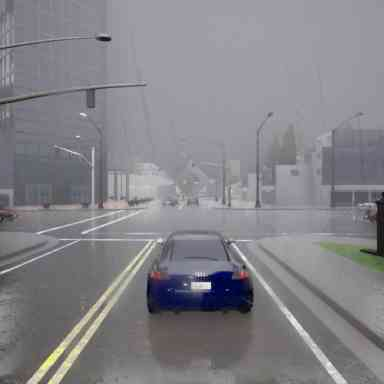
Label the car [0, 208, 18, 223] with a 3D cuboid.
[{"bbox_3d":[-16.212,1.632,26.090,4.674,1.442,1.812,-1,0,0],"label":"car"}]

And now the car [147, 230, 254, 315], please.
[{"bbox_3d":[0.096,1.564,7.662,1.994,1.385,4.181,0,0,-2],"label":"car"}]

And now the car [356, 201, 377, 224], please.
[{"bbox_3d":[14.200,1.511,22.779,4.674,1.442,1.812,0,0,0],"label":"car"}]

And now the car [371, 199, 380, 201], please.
[{"bbox_3d":[20.543,1.515,33.535,4.181,1.385,1.994,0,0,0],"label":"car"}]

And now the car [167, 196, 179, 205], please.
[{"bbox_3d":[-3.474,1.505,61.542,1.837,1.490,4.892,0,0,1],"label":"car"}]

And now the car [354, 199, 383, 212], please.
[{"bbox_3d":[20.786,1.477,37.049,4.674,1.442,1.812,0,0,-2],"label":"car"}]

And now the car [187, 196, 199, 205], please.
[{"bbox_3d":[0.164,1.491,59.211,2.128,1.511,4.902,0,0,0],"label":"car"}]

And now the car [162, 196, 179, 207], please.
[{"bbox_3d":[-3.531,1.491,51.142,2.128,1.511,4.902,0,0,0],"label":"car"}]
